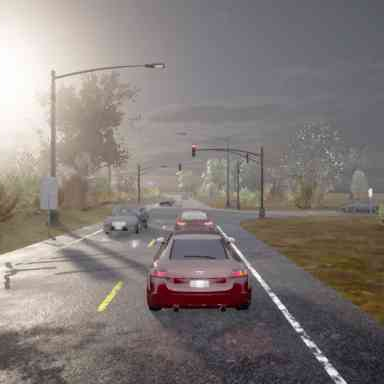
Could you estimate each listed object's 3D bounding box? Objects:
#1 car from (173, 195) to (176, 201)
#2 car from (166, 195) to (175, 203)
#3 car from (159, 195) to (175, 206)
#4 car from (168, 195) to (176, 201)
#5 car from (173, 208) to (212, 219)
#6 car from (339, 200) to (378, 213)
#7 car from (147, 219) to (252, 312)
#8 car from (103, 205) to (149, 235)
[{"bbox_3d":[-4.366,1.567,62.340,1.994,1.385,4.181,0,0,-1],"label":"car"},{"bbox_3d":[-4.607,1.482,72.715,1.882,1.535,5.008,0,0,-2],"label":"car"},{"bbox_3d":[-4.158,1.603,53.151,1.895,1.301,4.718,0,0,-1],"label":"car"},{"bbox_3d":[-4.969,1.484,83.162,1.882,1.535,5.008,0,0,-2],"label":"car"},{"bbox_3d":[0.061,1.526,16.544,1.812,1.442,4.674,0,0,-2],"label":"car"},{"bbox_3d":[18.679,1.577,36.992,4.181,1.385,1.994,0,0,1],"label":"car"},{"bbox_3d":[0.099,1.564,7.784,1.994,1.385,4.181,0,0,-1],"label":"car"},{"bbox_3d":[-3.596,1.492,18.861,2.128,1.511,4.902,0,0,1],"label":"car"}]
